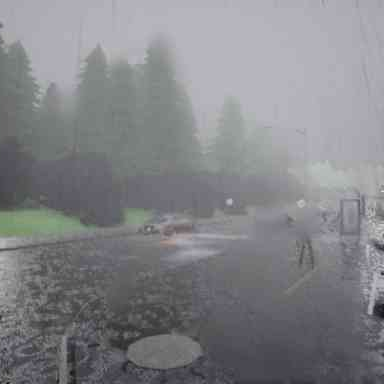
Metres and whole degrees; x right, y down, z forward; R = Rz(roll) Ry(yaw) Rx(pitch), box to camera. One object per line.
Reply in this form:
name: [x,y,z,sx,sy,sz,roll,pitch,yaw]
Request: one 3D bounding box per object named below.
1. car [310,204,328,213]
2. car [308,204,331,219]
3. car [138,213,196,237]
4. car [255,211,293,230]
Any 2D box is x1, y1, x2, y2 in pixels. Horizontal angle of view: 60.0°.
car: [23.249,2.926,60.607,2.033,1.411,5.357,-1,-1,32]
car: [15.676,2.451,40.713,1.812,1.442,4.674,-1,-1,32]
car: [-1.480,2.016,21.089,1.994,1.385,4.181,-1,-1,32]
car: [6.476,2.144,25.912,1.994,1.385,4.181,-1,-1,32]
